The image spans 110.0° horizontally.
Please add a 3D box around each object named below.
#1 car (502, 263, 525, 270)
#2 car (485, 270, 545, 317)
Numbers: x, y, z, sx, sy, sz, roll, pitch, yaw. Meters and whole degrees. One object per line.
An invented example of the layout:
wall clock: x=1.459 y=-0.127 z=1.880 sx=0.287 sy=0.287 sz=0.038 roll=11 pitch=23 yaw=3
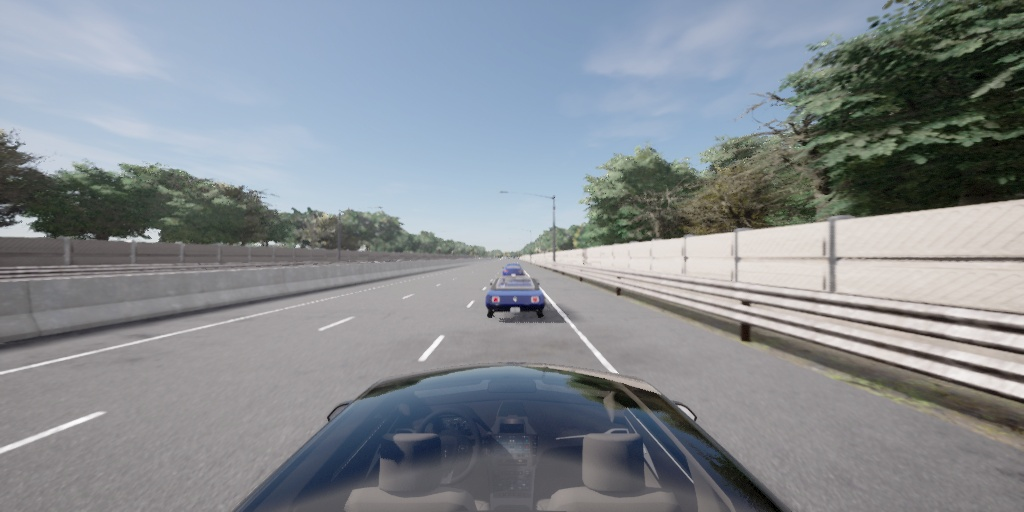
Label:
car: x=0.114 y=1.356 z=30.867 sx=1.812 sy=1.442 sz=4.674 roll=0 pitch=0 yaw=0
car: x=0.106 y=1.380 z=13.281 sx=1.895 sy=1.301 sz=4.718 roll=0 pitch=0 yaw=0
